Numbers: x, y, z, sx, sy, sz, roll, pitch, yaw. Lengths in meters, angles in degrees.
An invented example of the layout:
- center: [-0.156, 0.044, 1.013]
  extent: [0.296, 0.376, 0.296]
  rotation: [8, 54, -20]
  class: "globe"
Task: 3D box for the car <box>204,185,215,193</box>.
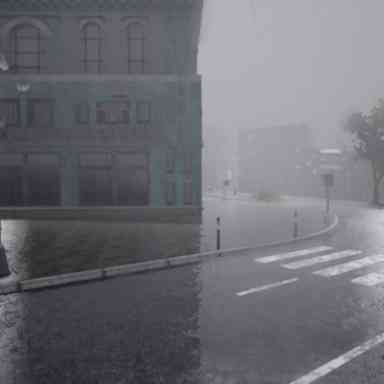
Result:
- center: [3.666, -0.686, 69.175]
  extent: [2.231, 1.521, 4.892]
  rotation: [5, 2, 11]
  class: "car"
